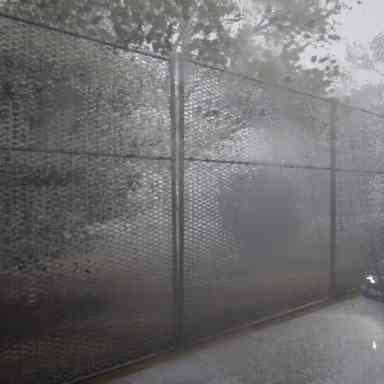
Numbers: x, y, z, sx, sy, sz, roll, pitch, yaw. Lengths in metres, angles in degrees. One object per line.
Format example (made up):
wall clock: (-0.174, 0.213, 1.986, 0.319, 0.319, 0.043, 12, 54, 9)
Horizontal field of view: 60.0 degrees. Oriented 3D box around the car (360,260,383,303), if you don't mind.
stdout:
car: (5.874, 1.580, 7.252, 5.357, 1.411, 2.033, 0, 0, -36)
